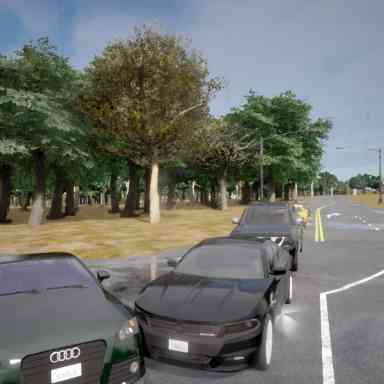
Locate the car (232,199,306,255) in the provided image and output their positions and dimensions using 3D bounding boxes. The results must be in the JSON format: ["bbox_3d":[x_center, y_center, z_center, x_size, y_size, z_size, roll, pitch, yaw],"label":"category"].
[{"bbox_3d":[2.881,1.459,12.363,2.150,2.045,5.566,-2,0,21],"label":"car"}]

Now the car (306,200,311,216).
[{"bbox_3d":[9.342,1.723,29.515,1.812,1.442,4.674,-1,0,21],"label":"car"}]

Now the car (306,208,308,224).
[{"bbox_3d":[5.117,1.773,18.263,1.895,1.301,4.718,-1,0,21],"label":"car"}]

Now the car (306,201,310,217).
[{"bbox_3d":[7.275,1.662,24.014,1.882,1.535,5.008,-1,0,21],"label":"car"}]

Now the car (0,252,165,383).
[{"bbox_3d":[-2.297,1.643,4.933,1.994,1.385,4.181,1,-2,-33],"label":"car"}]

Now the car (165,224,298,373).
[{"bbox_3d":[0.751,1.612,6.226,1.882,1.535,5.008,-1,-2,21],"label":"car"}]

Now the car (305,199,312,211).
[{"bbox_3d":[11.378,1.561,34.887,2.097,1.767,4.553,-1,0,21],"label":"car"}]

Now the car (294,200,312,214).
[{"bbox_3d":[13.382,1.745,40.094,1.812,1.442,4.674,-1,0,21],"label":"car"}]
